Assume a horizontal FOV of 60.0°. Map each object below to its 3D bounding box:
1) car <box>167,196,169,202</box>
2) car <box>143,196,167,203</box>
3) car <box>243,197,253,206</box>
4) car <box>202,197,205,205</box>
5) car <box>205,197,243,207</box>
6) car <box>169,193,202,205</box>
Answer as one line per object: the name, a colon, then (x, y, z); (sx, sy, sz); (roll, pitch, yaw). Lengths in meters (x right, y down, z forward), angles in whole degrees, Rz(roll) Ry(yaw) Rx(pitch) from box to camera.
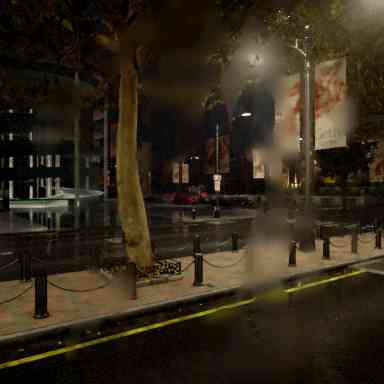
car: (-4.461, 1.526, 68.535); (1.812, 1.442, 4.674); (0, 0, -44)
car: (-7.826, 1.478, 66.762); (5.008, 1.535, 1.882); (0, 0, 42)
car: (7.500, 1.491, 52.763); (2.128, 1.511, 4.902); (0, 0, -35)
car: (1.854, 1.547, 60.713); (2.033, 1.411, 5.357); (0, 0, -36)
car: (4.743, 1.547, 50.619); (2.033, 1.411, 5.357); (0, 0, -35)
car: (-1.166, 1.221, 58.921); (2.150, 2.045, 5.566); (0, 0, -36)
